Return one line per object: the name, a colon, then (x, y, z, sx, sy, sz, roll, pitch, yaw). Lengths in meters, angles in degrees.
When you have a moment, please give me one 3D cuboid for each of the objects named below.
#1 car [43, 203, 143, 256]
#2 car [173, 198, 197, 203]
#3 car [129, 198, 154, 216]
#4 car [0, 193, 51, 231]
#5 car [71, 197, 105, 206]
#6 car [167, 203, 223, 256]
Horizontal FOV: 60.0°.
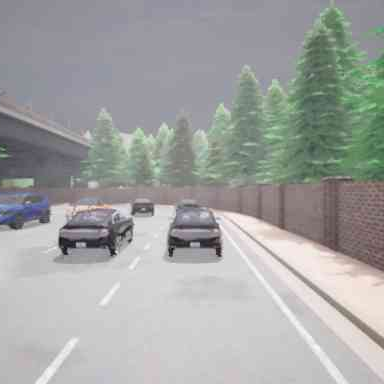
car: (-3.402, 1.392, 12.619, 2.128, 1.511, 4.902, 0, 0, 0)
car: (-0.516, 1.283, 28.402, 1.837, 1.490, 4.892, 1, 0, -8)
car: (-4.598, 1.245, 29.798, 1.882, 1.535, 5.008, 0, 0, -14)
car: (-10.459, 1.066, 19.922, 2.150, 2.045, 5.566, 0, 0, 2)
car: (-7.264, 1.169, 23.399, 2.097, 1.767, 4.553, 0, 0, -4)
car: (0.097, 1.392, 12.644, 2.128, 1.511, 4.902, 0, 0, 0)
